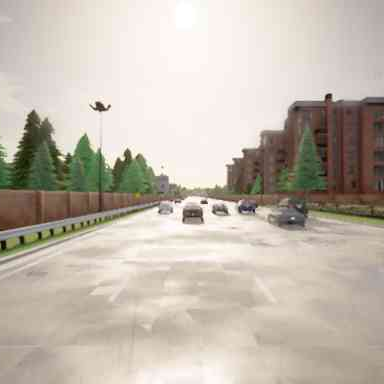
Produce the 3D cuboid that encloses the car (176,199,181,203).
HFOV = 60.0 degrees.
[{"bbox_3d":[-3.889,2.622,92.124,1.994,1.385,4.181,0,-1,0],"label":"car"}]

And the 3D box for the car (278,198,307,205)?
[{"bbox_3d":[10.561,1.631,35.468,2.150,2.045,5.566,0,-1,0],"label":"car"}]

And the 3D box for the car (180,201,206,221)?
[{"bbox_3d":[0.075,1.841,31.188,1.882,1.535,5.008,0,-1,0],"label":"car"}]

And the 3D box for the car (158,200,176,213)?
[{"bbox_3d":[-3.514,2.057,45.744,1.812,1.442,4.674,0,-1,0],"label":"car"}]

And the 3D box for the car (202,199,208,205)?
[{"bbox_3d":[3.142,2.489,87.148,1.882,1.535,5.008,0,-1,0],"label":"car"}]

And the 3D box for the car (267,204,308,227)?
[{"bbox_3d":[7.093,1.860,25.353,1.994,1.385,4.181,0,-1,0],"label":"car"}]

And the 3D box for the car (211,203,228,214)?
[{"bbox_3d":[3.498,2.037,42.112,2.033,1.411,5.357,0,-1,0],"label":"car"}]

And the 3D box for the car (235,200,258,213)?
[{"bbox_3d":[6.988,1.865,44.138,2.097,1.767,4.553,0,-1,0],"label":"car"}]
